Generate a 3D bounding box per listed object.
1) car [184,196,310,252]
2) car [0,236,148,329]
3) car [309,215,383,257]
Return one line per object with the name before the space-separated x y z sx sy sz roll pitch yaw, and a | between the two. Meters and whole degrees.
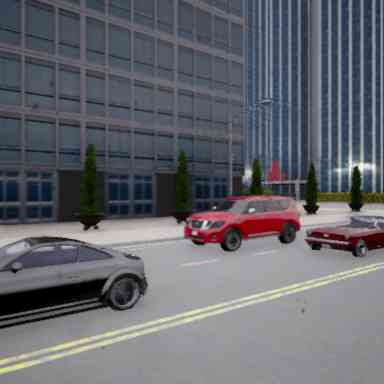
car | 2.338 1.207 14.256 5.566 2.045 2.150 0 0 -36
car | -2.935 1.563 6.196 4.181 1.385 1.994 0 0 -35
car | 6.488 1.583 12.904 4.718 1.301 1.895 0 0 -35
